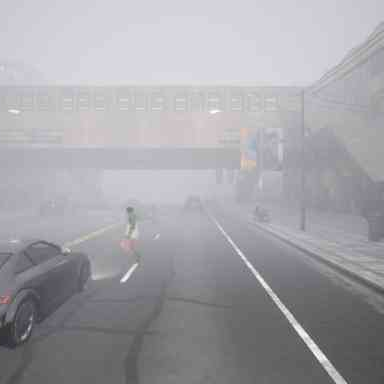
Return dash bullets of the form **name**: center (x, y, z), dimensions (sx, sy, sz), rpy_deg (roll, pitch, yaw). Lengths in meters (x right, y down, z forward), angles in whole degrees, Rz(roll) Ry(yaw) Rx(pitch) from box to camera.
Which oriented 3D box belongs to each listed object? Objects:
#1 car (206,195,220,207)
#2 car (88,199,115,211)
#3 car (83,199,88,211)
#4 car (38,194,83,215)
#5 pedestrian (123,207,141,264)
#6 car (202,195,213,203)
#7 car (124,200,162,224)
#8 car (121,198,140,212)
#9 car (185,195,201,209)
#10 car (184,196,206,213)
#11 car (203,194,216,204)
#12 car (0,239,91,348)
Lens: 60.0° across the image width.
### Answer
- **car**: center (3.214, 1.481, 52.507), dimensions (2.231, 1.521, 4.892), rpy_deg (0, 0, 10)
- **car**: center (-10.506, 1.564, 39.656), dimensions (1.994, 1.385, 4.181), rpy_deg (0, 0, 0)
- **car**: center (-13.537, 1.595, 41.309), dimensions (1.895, 1.301, 4.718), rpy_deg (0, 0, 0)
- **car**: center (-13.505, 1.229, 33.913), dimensions (2.435, 2.045, 5.566), rpy_deg (0, 0, 0)
- **pedestrian**: center (-1.873, 1.294, 10.436), dimensions (0.375, 1.860, 0.375), rpy_deg (0, 0, 0)
- **car**: center (3.142, 1.480, 69.708), dimensions (2.097, 1.535, 5.008), rpy_deg (0, 0, 0)
- **car**: center (-3.368, 1.547, 24.853), dimensions (2.033, 1.411, 5.357), rpy_deg (0, 0, 0)
- **car**: center (-7.009, 1.477, 39.211), dimensions (1.882, 1.535, 5.008), rpy_deg (0, 0, 0)
- **car**: center (0.208, 1.352, 47.157), dimensions (2.097, 1.767, 4.553), rpy_deg (0, 0, 1)
- **car**: center (0.178, 1.352, 37.010), dimensions (2.097, 1.767, 4.553), rpy_deg (0, 0, 1)
- **car**: center (3.269, 1.354, 63.283), dimensions (2.185, 1.767, 4.553), rpy_deg (0, 0, 0)
- **car**: center (-3.384, 1.564, 6.280), dimensions (1.994, 1.385, 4.181), rpy_deg (0, 0, 0)
